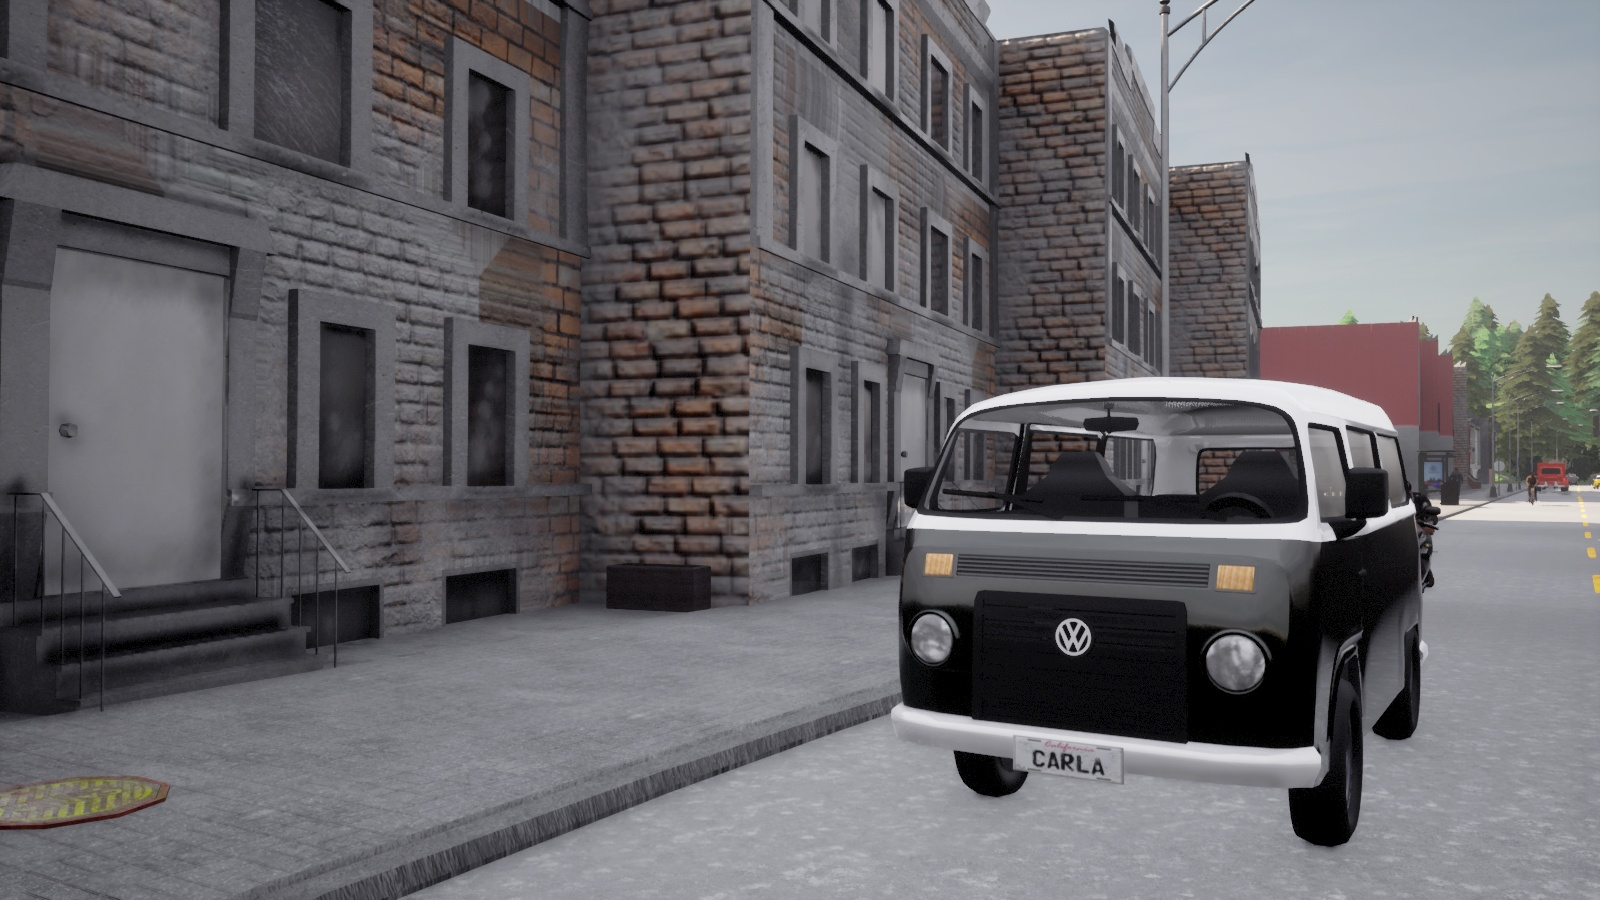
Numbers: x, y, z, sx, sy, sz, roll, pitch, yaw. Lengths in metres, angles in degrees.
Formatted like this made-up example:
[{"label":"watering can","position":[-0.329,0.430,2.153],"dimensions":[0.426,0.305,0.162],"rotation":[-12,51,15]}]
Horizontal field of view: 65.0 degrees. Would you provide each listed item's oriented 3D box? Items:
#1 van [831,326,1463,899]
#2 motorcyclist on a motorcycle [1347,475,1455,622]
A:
[{"label":"van","position":[2.189,0.638,6.685],"dimensions":[2.069,2.038,4.480],"rotation":[-1,-1,31]},{"label":"motorcyclist on a motorcycle","position":[6.884,1.054,14.315],"dimensions":[0.866,1.530,2.191],"rotation":[-1,-1,32]}]
